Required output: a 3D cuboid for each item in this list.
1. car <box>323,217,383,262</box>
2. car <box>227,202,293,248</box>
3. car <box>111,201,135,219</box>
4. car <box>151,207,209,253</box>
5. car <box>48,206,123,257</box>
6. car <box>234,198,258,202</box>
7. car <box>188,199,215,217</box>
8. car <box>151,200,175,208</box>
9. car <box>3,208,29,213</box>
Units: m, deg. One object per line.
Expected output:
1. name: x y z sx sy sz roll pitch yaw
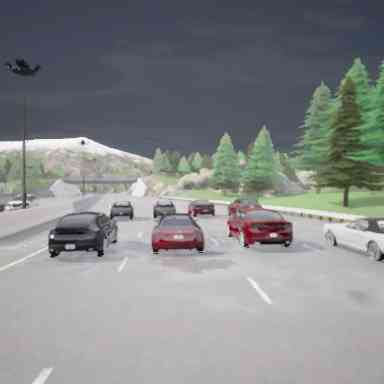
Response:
1. car: 6.523 1.537 11.864 1.895 1.301 4.718 0 0 -4
2. car: 2.791 1.437 14.662 1.882 1.535 5.008 0 0 -5
3. car: -5.942 1.496 28.564 2.128 1.511 4.902 0 0 -9
4. car: -0.637 1.550 13.688 1.994 1.385 4.181 0 0 -5
5. car: -4.096 1.516 13.105 1.837 1.490 4.892 0 0 -4
6. car: 4.553 1.279 29.329 2.097 1.767 4.553 0 0 -8
7. car: 0.785 1.430 30.812 1.882 1.535 5.008 0 0 -9
8. car: -2.449 1.470 28.917 2.128 1.511 4.902 0 0 -9
9. car: -18.132 1.301 36.034 2.150 2.045 5.566 0 1 -12
